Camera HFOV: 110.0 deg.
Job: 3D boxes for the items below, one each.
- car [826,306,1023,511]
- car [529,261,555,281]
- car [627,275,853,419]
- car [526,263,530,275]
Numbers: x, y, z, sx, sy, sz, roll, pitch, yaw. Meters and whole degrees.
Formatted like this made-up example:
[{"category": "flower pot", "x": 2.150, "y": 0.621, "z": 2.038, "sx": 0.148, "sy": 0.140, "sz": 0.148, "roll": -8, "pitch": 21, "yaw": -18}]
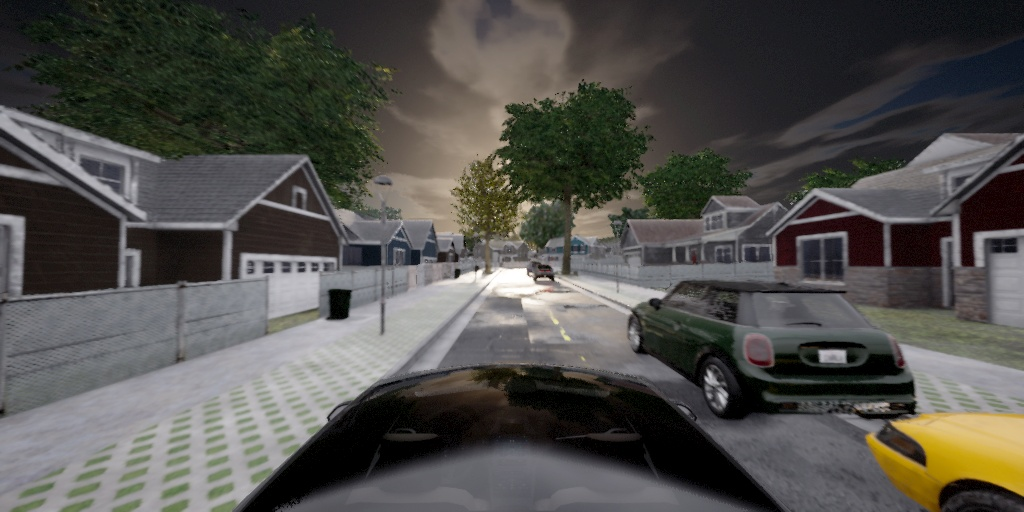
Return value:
[{"category": "car", "x": 3.563, "y": 1.208, "z": 0.340, "sx": 1.801, "sy": 1.575, "sz": 5.366, "roll": 0, "pitch": 0, "yaw": 0}, {"category": "car", "x": 2.888, "y": 1.536, "z": 33.575, "sx": 1.837, "sy": 1.490, "sz": 4.892, "roll": 0, "pitch": 0, "yaw": 1}, {"category": "car", "x": 3.577, "y": 1.152, "z": 6.120, "sx": 2.097, "sy": 1.767, "sz": 4.553, "roll": 0, "pitch": 0, "yaw": 0}, {"category": "car", "x": 2.856, "y": 1.484, "z": 44.985, "sx": 2.097, "sy": 1.767, "sz": 4.553, "roll": 0, "pitch": -1, "yaw": 0}]
